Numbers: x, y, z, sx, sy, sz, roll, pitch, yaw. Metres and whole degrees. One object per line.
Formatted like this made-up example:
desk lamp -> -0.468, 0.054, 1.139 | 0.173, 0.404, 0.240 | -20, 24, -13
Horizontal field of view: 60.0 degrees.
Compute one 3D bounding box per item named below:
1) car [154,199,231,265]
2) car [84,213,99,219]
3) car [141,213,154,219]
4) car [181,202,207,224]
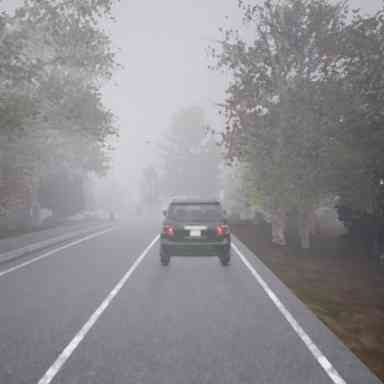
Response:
car -> 0.096, 1.241, 11.889 | 2.150, 2.045, 5.566 | 0, 0, 0
car -> -19.617, 4.760, 65.187 | 1.882, 1.535, 5.008 | 0, -4, -1
car -> -9.779, 5.872, 80.327 | 4.892, 1.490, 1.837 | 3, -6, -25
car -> 0.166, 1.833, 29.261 | 2.097, 1.767, 4.553 | 0, -3, 1
